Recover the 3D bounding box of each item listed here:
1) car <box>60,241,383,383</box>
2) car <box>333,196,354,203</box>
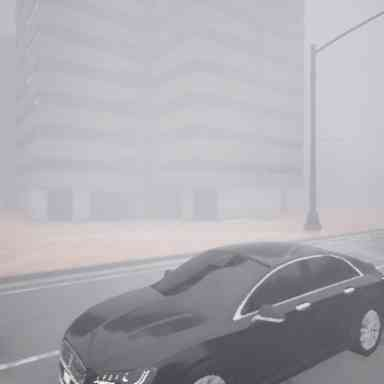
[{"bbox_3d":[0.811,1.511,4.531,4.892,1.490,1.837,0,0,-35],"label":"car"},{"bbox_3d":[37.296,1.939,82.675,1.970,1.475,3.806,0,-1,-37],"label":"car"}]
